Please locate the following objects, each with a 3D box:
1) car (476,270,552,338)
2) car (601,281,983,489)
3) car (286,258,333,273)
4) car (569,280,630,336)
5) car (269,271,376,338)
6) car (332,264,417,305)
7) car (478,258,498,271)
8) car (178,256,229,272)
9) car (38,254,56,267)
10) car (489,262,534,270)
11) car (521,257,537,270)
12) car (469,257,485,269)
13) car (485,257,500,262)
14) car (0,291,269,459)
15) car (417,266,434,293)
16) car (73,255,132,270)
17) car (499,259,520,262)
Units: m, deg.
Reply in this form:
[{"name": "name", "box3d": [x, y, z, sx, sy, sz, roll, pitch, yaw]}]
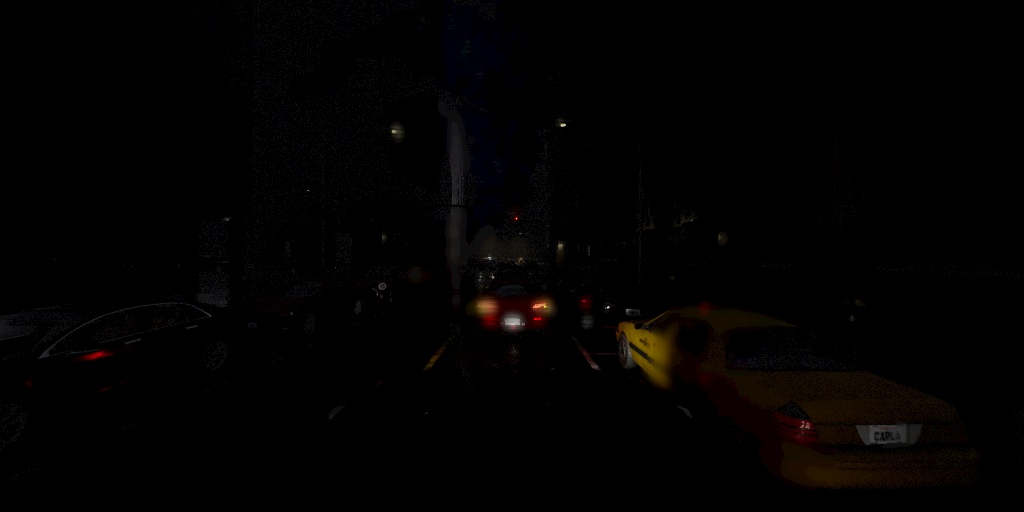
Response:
[{"name": "car", "box3d": [0.060, 1.276, 10.059, 1.812, 1.442, 4.674, 0, 0, 0]}, {"name": "car", "box3d": [2.760, 1.275, 4.939, 1.751, 1.417, 4.829, 0, 0, 0]}, {"name": "car", "box3d": [-17.857, 0.937, 32.571, 4.892, 1.490, 1.837, 1, 0, 0]}, {"name": "car", "box3d": [2.754, 1.316, 10.225, 1.948, 1.339, 4.313, 0, 0, 0]}, {"name": "car", "box3d": [-5.771, 1.295, 10.213, 1.888, 1.381, 4.507, 0, 0, 0]}, {"name": "car", "box3d": [-5.778, 1.191, 15.670, 1.967, 1.591, 4.097, 0, 0, 0]}, {"name": "car", "box3d": [-3.152, 1.286, 47.945, 1.812, 1.442, 4.674, 0, 0, 0]}, {"name": "car", "box3d": [-27.357, 0.752, 32.542, 4.892, 1.490, 1.837, 1, 0, 0]}, {"name": "car", "box3d": [-48.228, 0.417, 35.630, 4.181, 1.385, 1.994, 1, 0, 0]}, {"name": "car", "box3d": [-0.001, 1.256, 18.925, 1.837, 1.490, 4.892, 0, 0, 0]}, {"name": "car", "box3d": [2.703, 1.202, 53.107, 1.967, 1.591, 4.097, 0, 0, 0]}, {"name": "car", "box3d": [-5.829, 1.079, 58.535, 2.192, 1.841, 5.009, 0, 0, 0]}, {"name": "car", "box3d": [-3.151, 1.328, 57.913, 1.994, 1.385, 4.181, 0, 0, 0]}, {"name": "car", "box3d": [-5.765, 1.300, 4.756, 2.007, 1.370, 4.403, 0, 0, 0]}, {"name": "car", "box3d": [-5.784, 1.277, 20.957, 1.751, 1.417, 4.829, 0, 0, 0]}, {"name": "car", "box3d": [-37.280, 0.622, 32.517, 4.181, 1.385, 1.994, 1, 0, -1]}, {"name": "car", "box3d": [-0.299, 1.360, 47.503, 1.895, 1.301, 4.718, 0, 0, 2]}]
